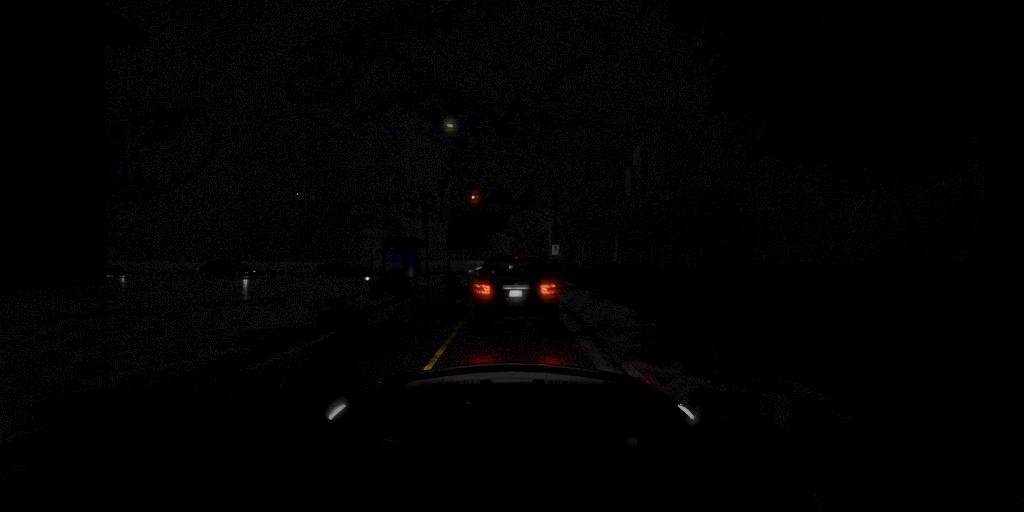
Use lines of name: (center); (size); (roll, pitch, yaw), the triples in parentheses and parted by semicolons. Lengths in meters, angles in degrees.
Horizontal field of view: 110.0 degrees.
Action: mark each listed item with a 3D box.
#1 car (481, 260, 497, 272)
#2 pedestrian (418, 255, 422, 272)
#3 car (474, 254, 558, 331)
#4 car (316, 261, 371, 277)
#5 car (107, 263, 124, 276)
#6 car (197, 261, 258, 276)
car: (-3.085, 1.249, 47.958); (2.033, 1.411, 5.357); (0, 0, -3)
pedestrian: (-10.058, 0.800, 38.859); (0.375, 1.860, 0.375); (0, 0, 1)
car: (0.103, 0.968, 11.066); (2.150, 2.045, 5.566); (0, 0, 0)
car: (-15.146, 1.176, 32.761); (5.008, 1.535, 1.882); (0, 0, 0)
car: (-39.159, 1.129, 33.400); (4.892, 1.490, 1.837); (2, 1, 2)
car: (-26.126, 1.173, 33.044); (4.892, 1.490, 1.837); (0, 0, 2)
